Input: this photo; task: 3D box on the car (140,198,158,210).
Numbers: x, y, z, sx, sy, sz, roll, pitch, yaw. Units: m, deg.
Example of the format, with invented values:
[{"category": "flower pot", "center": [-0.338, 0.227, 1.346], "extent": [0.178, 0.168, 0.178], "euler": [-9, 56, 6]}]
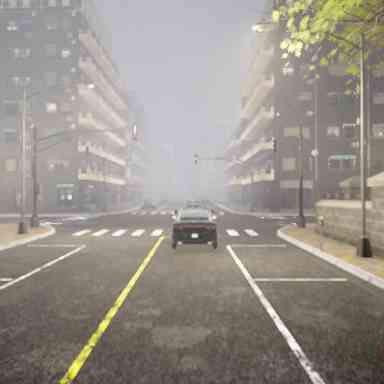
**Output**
[{"category": "car", "center": [-5.671, 1.516, 44.200], "extent": [1.967, 1.590, 4.097], "euler": [1, 0, 0]}]

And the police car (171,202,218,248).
[{"category": "police car", "center": [0.107, 1.458, 15.191], "extent": [1.930, 1.638, 5.238], "euler": [0, 0, 0]}]

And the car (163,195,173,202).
[{"category": "car", "center": [-5.663, 1.541, 78.180], "extent": [1.967, 1.590, 4.097], "euler": [1, 0, 0]}]

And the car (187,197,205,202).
[{"category": "car", "center": [0.108, 1.615, 38.447], "extent": [2.033, 1.411, 5.357], "euler": [0, 0, 0]}]

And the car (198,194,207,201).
[{"category": "car", "center": [2.721, 1.418, 89.475], "extent": [2.192, 1.841, 5.009], "euler": [1, 0, 0]}]

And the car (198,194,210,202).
[{"category": "car", "center": [2.713, 1.661, 66.825], "extent": [1.947, 1.339, 4.313], "euler": [1, 0, 0]}]

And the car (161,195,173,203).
[{"category": "car", "center": [-5.666, 1.665, 72.518], "extent": [1.947, 1.339, 4.313], "euler": [1, 0, 0]}]

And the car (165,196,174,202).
[{"category": "car", "center": [-5.664, 1.685, 83.843], "extent": [1.802, 1.307, 4.206], "euler": [1, 0, 0]}]
